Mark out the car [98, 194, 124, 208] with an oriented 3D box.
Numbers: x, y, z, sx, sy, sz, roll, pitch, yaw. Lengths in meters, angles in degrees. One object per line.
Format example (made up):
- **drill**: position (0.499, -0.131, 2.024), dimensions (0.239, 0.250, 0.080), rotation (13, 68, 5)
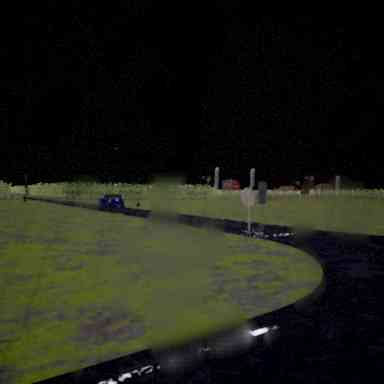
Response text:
- **car**: position (-10.469, 1.055, 42.942), dimensions (2.097, 1.767, 4.553), rotation (1, 0, -35)
